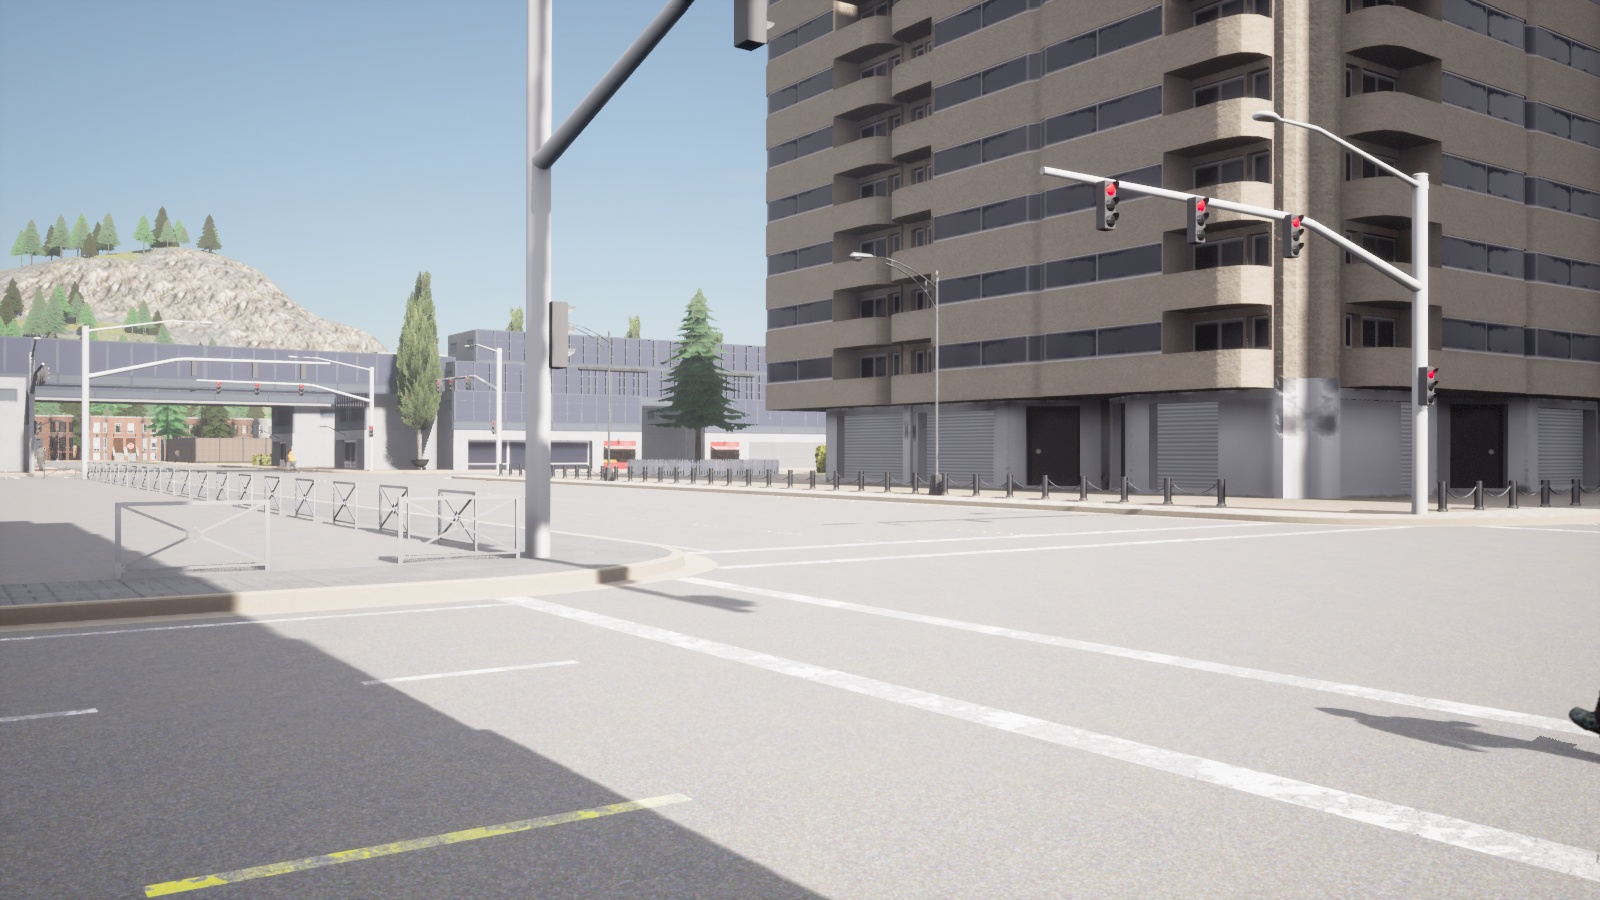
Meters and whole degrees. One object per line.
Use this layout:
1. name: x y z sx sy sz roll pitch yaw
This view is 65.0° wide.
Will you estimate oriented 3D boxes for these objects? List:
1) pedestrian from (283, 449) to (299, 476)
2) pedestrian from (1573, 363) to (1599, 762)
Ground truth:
1. pedestrian: -36.184 0.880 89.222 0.900 1.855 0.874 0 0 -35
2. pedestrian: 4.109 0.545 5.932 0.396 1.930 0.692 0 0 -14
